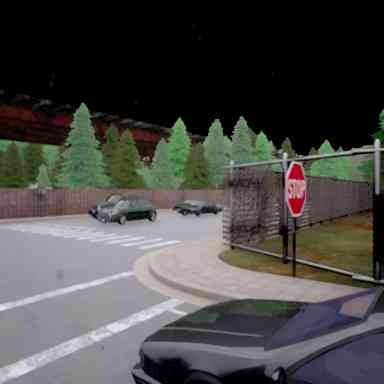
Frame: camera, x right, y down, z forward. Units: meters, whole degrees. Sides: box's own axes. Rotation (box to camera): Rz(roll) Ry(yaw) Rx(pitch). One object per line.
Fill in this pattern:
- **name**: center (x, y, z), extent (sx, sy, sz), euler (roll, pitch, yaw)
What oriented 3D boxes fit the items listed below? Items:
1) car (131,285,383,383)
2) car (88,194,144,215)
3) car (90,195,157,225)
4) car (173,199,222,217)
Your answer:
- **car**: center (1.985, 1.548, 2.553), extent (5.357, 1.411, 2.033), euler (0, 0, 36)
- **car**: center (-6.033, 1.191, 28.222), extent (2.150, 2.045, 5.566), euler (0, 0, 36)
- **car**: center (-4.652, 1.327, 24.183), extent (2.097, 1.767, 4.553), euler (0, 0, 36)
- **car**: center (0.941, 1.522, 31.827), extent (2.033, 1.411, 5.357), euler (0, 0, 36)
